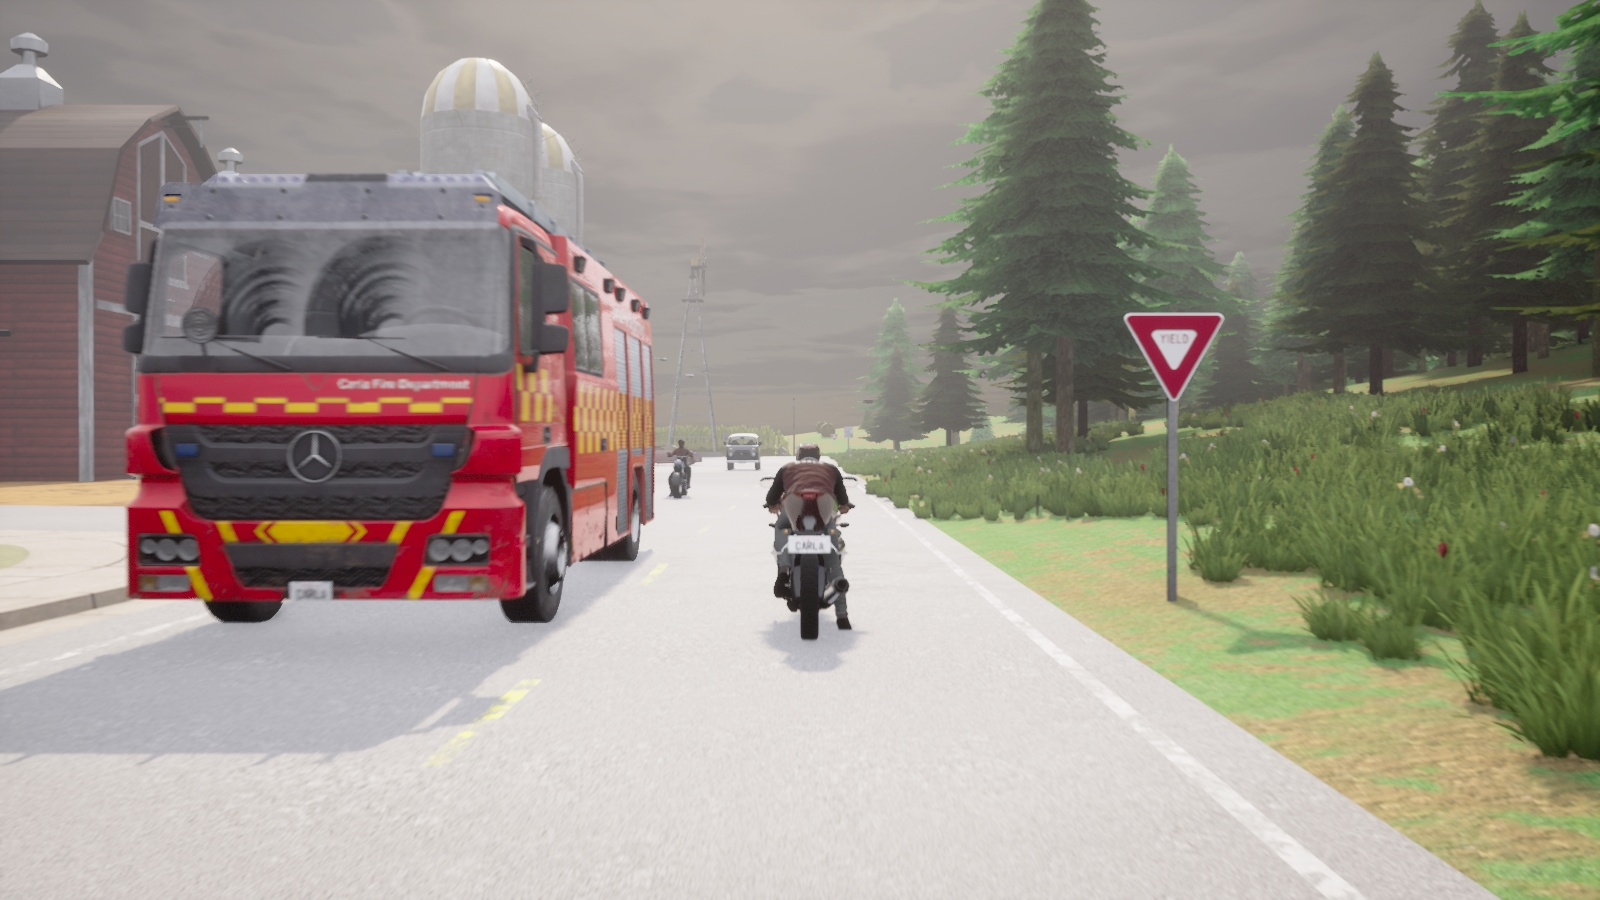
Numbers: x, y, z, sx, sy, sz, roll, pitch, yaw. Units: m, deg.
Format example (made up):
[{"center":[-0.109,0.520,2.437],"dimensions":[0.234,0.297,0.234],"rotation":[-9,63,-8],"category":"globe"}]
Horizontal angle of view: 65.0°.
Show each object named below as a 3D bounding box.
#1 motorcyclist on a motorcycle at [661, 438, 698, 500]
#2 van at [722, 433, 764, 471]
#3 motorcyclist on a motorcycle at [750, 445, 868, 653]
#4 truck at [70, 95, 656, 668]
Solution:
[{"center":[-3.291,0.500,34.489],"dimensions":[0.766,1.649,2.350],"rotation":[0,0,0],"category":"motorcyclist on a motorcycle"},{"center":[-3.092,0.078,69.012],"dimensions":[2.069,2.038,4.480],"rotation":[0,0,0],"category":"van"},{"center":[0.074,0.723,10.326],"dimensions":[0.866,1.530,2.191],"rotation":[0,0,0],"category":"motorcyclist on a motorcycle"},{"center":[-3.409,-0.511,12.643],"dimensions":[2.891,3.827,8.468],"rotation":[0,1,0],"category":"truck"}]
